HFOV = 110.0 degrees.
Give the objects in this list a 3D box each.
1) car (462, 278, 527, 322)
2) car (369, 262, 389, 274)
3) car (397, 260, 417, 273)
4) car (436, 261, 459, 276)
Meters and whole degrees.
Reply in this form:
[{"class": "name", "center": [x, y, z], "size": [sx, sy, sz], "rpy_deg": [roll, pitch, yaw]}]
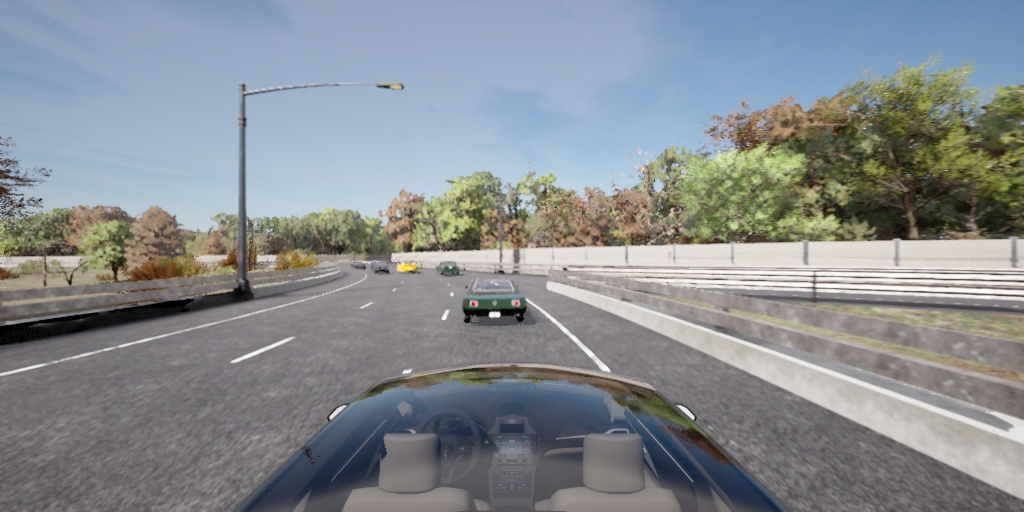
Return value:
[{"class": "car", "center": [-0.695, 1.404, 12.512], "size": [1.895, 1.301, 4.718], "rpy_deg": [0, 0, -5]}, {"class": "car", "center": [-17.623, 1.587, 47.796], "size": [2.033, 1.411, 5.357], "rpy_deg": [0, 0, -27]}, {"class": "car", "center": [-14.417, 1.508, 48.844], "size": [1.882, 1.535, 5.008], "rpy_deg": [0, 0, -26]}, {"class": "car", "center": [-7.609, 1.320, 41.921], "size": [2.097, 1.767, 4.553], "rpy_deg": [0, 0, -21]}]
